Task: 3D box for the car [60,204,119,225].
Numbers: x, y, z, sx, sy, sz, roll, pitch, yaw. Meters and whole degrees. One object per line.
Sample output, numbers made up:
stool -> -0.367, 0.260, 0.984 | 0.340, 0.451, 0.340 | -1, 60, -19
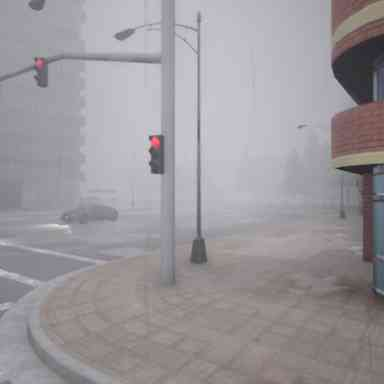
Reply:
car -> -7.382, 1.539, 24.264 | 1.994, 1.385, 4.181 | 0, 0, 36
